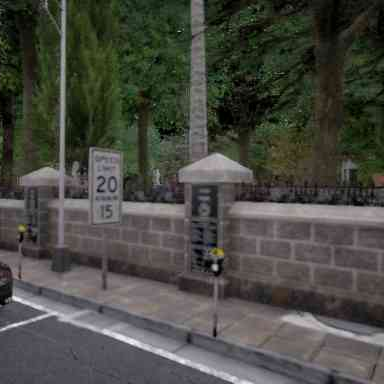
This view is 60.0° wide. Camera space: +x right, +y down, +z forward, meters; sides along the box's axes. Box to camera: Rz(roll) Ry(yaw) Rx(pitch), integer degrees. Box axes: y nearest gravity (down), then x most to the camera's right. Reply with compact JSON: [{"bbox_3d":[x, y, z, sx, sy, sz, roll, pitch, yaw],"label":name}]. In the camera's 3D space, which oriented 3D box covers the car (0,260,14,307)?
[{"bbox_3d":[-5.166,1.533,6.483,4.403,1.369,2.008,0,1,36],"label":"car"}]
